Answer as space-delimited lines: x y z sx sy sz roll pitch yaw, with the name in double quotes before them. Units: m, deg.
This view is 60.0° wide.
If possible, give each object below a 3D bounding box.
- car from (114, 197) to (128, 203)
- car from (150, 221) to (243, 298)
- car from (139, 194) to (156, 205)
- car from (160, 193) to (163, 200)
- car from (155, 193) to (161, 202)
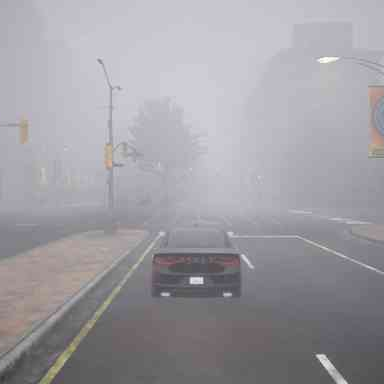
"car" -14.490 1.595 67.967 1.895 1.301 4.718 0 0 0
"car" 0.110 1.478 8.590 1.882 1.535 5.008 0 0 1
"car" -7.865 1.505 56.597 1.837 1.490 4.892 0 0 1
"car" -7.707 1.225 76.608 2.150 2.045 5.566 0 0 0
"car" -7.782 1.526 65.856 1.812 1.442 4.674 0 0 1
